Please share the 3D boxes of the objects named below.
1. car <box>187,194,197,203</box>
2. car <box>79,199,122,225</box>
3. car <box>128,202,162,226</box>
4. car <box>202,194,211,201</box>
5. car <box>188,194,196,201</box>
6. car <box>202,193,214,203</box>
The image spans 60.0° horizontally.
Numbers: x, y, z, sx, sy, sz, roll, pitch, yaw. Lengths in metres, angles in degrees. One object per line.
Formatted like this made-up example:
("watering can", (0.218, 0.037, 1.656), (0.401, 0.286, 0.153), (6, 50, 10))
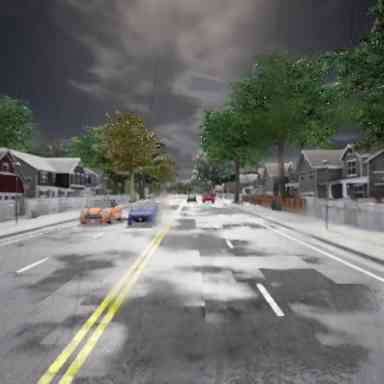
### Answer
("car", (-0.032, 1.385, 65.779), (1.882, 1.535, 5.008), (0, 0, 0))
("car", (-6.519, 1.347, 24.147), (2.097, 1.767, 4.553), (0, 0, 0))
("car", (-3.273, 1.475, 23.617), (1.882, 1.535, 5.008), (0, 0, 0))
("car", (3.213, 1.236, 76.168), (1.812, 1.442, 4.674), (0, 0, 0))
("car", (-0.037, 1.190, 76.166), (1.882, 1.535, 5.008), (0, 0, 0))
("car", (3.218, 1.132, 65.457), (2.150, 2.045, 5.566), (0, 0, 0))
